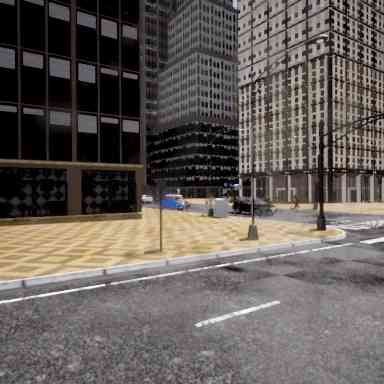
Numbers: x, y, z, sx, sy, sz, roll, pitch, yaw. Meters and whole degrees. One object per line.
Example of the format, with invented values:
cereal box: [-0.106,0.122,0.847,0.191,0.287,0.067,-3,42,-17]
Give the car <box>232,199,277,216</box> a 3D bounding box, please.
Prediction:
car: [5.923,1.416,31.776,2.128,1.511,4.902,0,1,-34]

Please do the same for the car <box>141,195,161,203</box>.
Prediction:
car: [-7.837,1.270,62.552,1.887,1.381,4.507,0,0,-34]

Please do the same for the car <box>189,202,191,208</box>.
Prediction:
car: [-1.974,1.384,43.497,1.812,1.442,4.674,0,1,-34]

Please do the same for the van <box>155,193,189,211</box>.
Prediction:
van: [-2.400,1.233,39.495,1.690,1.788,3.998,0,0,-34]

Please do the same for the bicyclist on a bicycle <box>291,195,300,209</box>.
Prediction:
bicyclist on a bicycle: [11.987,1.152,38.402,1.656,1.620,0.582,-1,1,-34]

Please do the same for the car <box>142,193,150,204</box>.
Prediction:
car: [-8.562,1.282,58.988,1.812,1.442,4.674,-1,1,-34]

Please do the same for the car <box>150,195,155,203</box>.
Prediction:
car: [-4.740,1.067,57.958,2.192,1.841,5.009,0,0,-34]

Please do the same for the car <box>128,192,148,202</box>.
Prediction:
car: [-10.933,1.014,67.145,2.192,1.841,5.009,0,0,-34]
